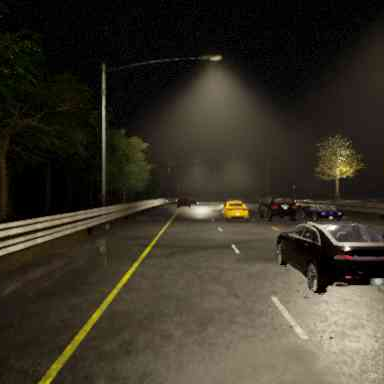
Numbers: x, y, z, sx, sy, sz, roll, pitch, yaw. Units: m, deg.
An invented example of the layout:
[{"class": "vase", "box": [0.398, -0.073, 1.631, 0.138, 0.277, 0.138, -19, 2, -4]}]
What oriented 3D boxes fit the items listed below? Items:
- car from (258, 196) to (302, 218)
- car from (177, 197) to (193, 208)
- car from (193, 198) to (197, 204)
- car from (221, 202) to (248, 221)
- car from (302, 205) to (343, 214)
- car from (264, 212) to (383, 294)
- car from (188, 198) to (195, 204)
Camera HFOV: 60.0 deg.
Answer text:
[{"class": "car", "box": [7.091, 1.311, 27.968, 2.150, 2.045, 5.566, 0, 0, 0]}, {"class": "car", "box": [-1.241, 1.605, 52.022, 2.097, 1.767, 4.553, 0, -1, 0]}, {"class": "car", "box": [-0.020, 1.893, 70.735, 1.812, 1.442, 4.674, 0, -1, 0]}, {"class": "car", "box": [3.589, 1.567, 28.557, 1.882, 1.535, 5.008, 0, 0, 0]}, {"class": "car", "box": [10.590, 1.688, 27.550, 1.895, 1.301, 4.718, 0, 0, 0]}, {"class": "car", "box": [3.596, 1.521, 8.852, 2.128, 1.511, 4.902, 0, 0, 0]}, {"class": "car", "box": [-0.025, 2.247, 86.419, 1.812, 1.442, 4.674, 0, -1, 0]}]
